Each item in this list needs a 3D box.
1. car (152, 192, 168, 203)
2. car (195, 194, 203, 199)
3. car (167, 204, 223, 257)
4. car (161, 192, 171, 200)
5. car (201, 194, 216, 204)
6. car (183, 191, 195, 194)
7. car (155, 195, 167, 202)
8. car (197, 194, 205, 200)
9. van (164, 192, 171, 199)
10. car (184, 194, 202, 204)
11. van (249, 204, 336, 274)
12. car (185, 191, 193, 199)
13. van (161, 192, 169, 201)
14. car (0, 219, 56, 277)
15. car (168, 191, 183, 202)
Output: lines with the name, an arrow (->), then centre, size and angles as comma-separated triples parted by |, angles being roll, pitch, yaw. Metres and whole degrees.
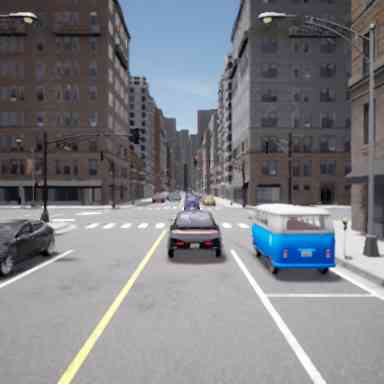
car -> -6.036, 1.062, 60.253 | 2.192, 1.841, 5.009 | 0, 0, -1
car -> 2.029, 1.132, 93.524 | 2.008, 1.369, 4.403 | 0, 0, -1
car -> 0.090, 1.440, 12.662 | 2.128, 1.511, 4.902 | 0, 0, 0
car -> -6.342, 0.955, 82.355 | 2.192, 1.841, 5.009 | 0, 0, -1
car -> 2.639, 1.320, 49.491 | 1.752, 1.417, 4.829 | 0, 0, -1
car -> -0.619, 1.182, 78.430 | 2.128, 1.511, 4.902 | 0, 0, -1
car -> -6.113, 1.272, 65.781 | 2.008, 1.369, 4.403 | 0, 0, -1
car -> 2.183, 1.221, 82.474 | 1.802, 1.307, 4.206 | 0, 0, -1
van -> -6.416, 0.953, 87.879 | 1.690, 1.788, 3.998 | 0, 0, -1
car -> -0.018, 1.348, 41.768 | 1.812, 1.442, 4.674 | 0, 0, -1
van -> 2.852, 1.300, 10.132 | 1.690, 1.788, 3.998 | 0, 0, 0
car -> -0.763, 0.725, 88.875 | 2.150, 2.045, 5.566 | 0, 0, -1
van -> -6.266, 1.009, 76.829 | 1.690, 1.788, 3.998 | 0, 0, -1
car -> -5.672, 1.525, 10.122 | 1.947, 1.339, 4.313 | 0, 0, 0
car -> -3.445, 1.077, 64.957 | 2.097, 1.767, 4.553 | 0, 0, 0
